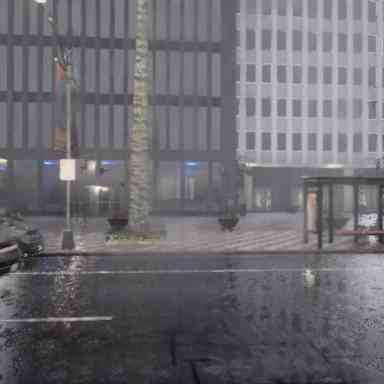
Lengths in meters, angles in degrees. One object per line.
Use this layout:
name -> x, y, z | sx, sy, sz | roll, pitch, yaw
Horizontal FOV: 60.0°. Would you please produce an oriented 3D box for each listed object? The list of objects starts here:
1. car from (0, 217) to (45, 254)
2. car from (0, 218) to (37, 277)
car -> -7.230, 1.490, 10.378 | 4.892, 1.521, 2.231 | 0, 0, -4
car -> -6.476, 1.492, 7.438 | 4.902, 1.511, 2.128 | 0, 0, -4
